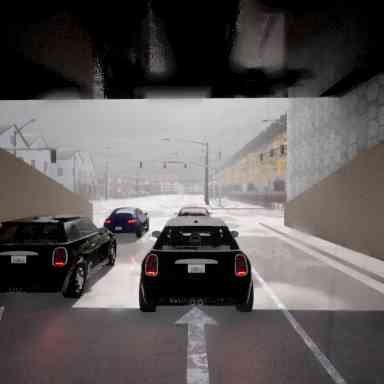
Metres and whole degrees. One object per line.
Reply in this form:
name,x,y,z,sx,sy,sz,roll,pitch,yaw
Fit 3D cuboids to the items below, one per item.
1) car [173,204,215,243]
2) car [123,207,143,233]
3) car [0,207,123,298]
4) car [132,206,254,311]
car,0.089,1.478,17.183,1.882,1.535,5.008,0,0,0
car,-3.411,1.526,17.729,1.812,1.442,4.674,0,0,0
car,-3.415,1.352,8.678,2.097,1.767,4.553,0,0,0
car,0.080,1.352,7.915,2.097,1.767,4.553,0,0,0
